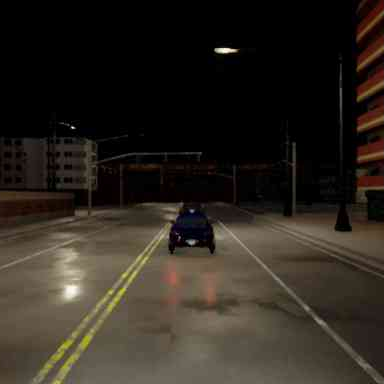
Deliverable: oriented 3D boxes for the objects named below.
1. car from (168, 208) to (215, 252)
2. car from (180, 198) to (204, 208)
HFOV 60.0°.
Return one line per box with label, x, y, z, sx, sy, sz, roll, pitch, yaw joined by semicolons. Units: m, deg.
car;0.004;1.661;14.387;1.812;1.442;4.674;0;0;0
car;0.004;1.622;29.081;2.097;1.767;4.553;0;-1;0
